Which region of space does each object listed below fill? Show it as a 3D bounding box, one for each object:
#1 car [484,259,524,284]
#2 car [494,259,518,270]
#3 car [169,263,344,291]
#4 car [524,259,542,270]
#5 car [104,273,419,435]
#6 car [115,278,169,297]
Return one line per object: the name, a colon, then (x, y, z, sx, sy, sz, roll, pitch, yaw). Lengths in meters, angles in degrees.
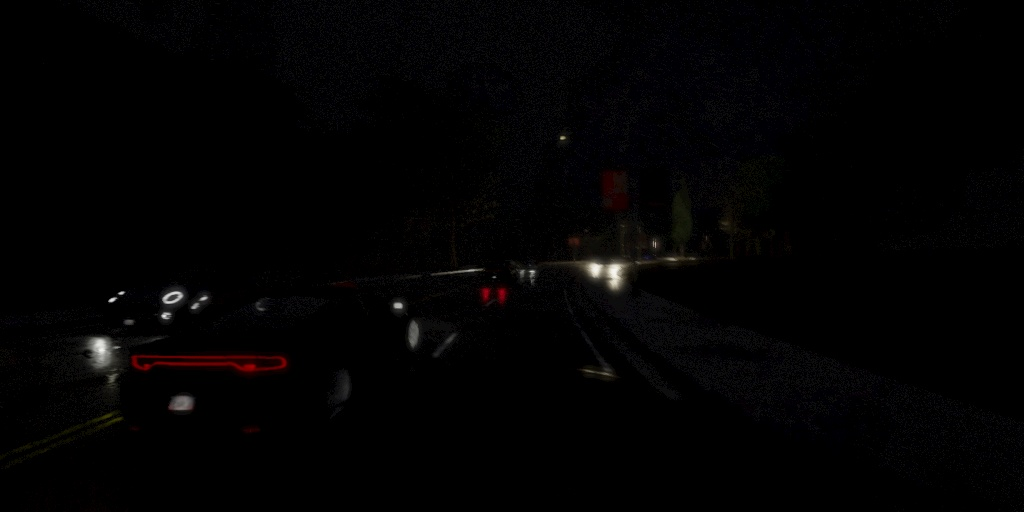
car: (-0.716, 1.216, 26.534, 2.128, 1.511, 4.902, 0, 0, 10)
car: (-0.822, 1.214, 51.315, 1.812, 1.442, 4.674, 0, 0, 20)
car: (-6.220, 1.077, 10.013, 2.097, 1.767, 4.553, 0, 0, 4)
car: (2.880, 1.172, 51.915, 1.837, 1.490, 4.892, 0, 0, 21)
car: (-2.992, 1.214, 5.808, 1.882, 1.535, 5.008, 0, 0, 2)
car: (-9.391, 1.067, 11.177, 2.097, 1.767, 4.553, 0, 0, 4)
